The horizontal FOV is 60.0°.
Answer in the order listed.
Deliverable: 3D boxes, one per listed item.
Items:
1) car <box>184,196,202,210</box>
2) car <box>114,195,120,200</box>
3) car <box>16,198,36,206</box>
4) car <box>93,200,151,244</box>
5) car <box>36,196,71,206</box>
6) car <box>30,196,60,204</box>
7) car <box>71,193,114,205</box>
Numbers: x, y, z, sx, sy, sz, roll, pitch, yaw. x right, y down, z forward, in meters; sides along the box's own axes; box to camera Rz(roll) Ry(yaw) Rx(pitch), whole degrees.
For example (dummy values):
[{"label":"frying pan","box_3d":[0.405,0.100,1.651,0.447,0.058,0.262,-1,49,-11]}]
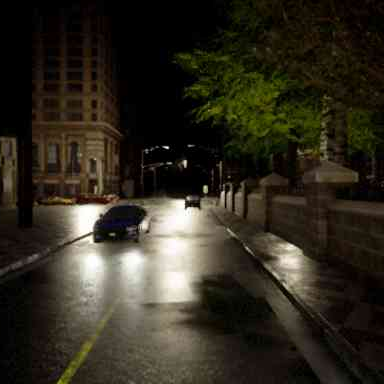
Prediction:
[{"label":"car","box_3d":[0.103,1.203,37.470,2.128,1.511,4.902,0,0,1]},{"label":"car","box_3d":[-14.846,1.164,58.607,4.097,1.590,1.967,-1,1,0]},{"label":"car","box_3d":[-25.774,1.485,50.122,4.829,1.417,1.752,-1,1,0]},{"label":"car","box_3d":[-3.086,1.360,15.432,1.882,1.535,5.008,0,0,0]},{"label":"car","box_3d":[-20.234,1.412,50.102,4.829,1.417,1.752,-1,1,0]},{"label":"car","box_3d":[-25.924,1.437,58.648,4.313,1.339,1.947,-1,1,0]},{"label":"car","box_3d":[-14.866,1.129,50.079,5.009,1.841,2.192,-1,1,0]}]
